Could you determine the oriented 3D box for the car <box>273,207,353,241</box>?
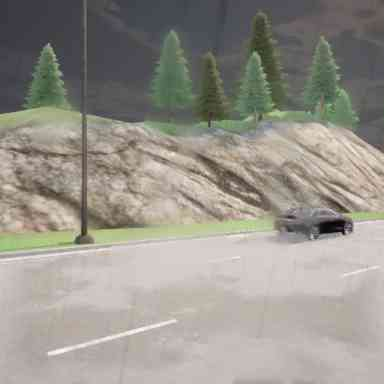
[{"bbox_3d":[6.196,1.491,16.776,4.902,1.511,2.128,0,0,-36],"label":"car"}]
